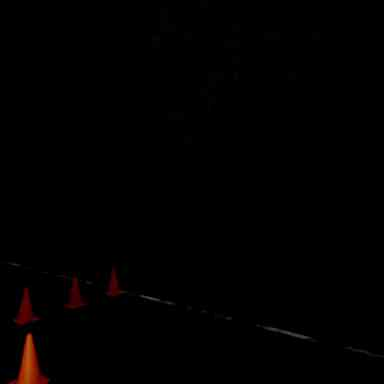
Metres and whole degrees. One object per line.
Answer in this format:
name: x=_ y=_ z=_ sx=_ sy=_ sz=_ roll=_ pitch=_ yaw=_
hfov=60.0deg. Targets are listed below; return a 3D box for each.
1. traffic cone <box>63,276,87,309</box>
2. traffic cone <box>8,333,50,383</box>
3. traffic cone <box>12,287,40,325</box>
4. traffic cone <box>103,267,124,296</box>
traffic cone: x=-2.372 y=2.005 z=6.758 sx=0.340 sy=0.580 sz=0.340 roll=0 pitch=-1 yaw=36
traffic cone: x=-1.935 y=1.984 z=3.964 sx=0.340 sy=0.580 sz=0.340 roll=0 pitch=-1 yaw=36
traffic cone: x=-2.962 y=1.997 z=5.950 sx=0.340 sy=0.580 sz=0.340 roll=0 pitch=-1 yaw=36
traffic cone: x=-1.783 y=2.013 z=7.566 sx=0.340 sy=0.580 sz=0.340 roll=0 pitch=-1 yaw=36
